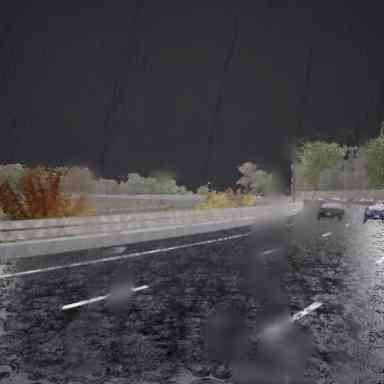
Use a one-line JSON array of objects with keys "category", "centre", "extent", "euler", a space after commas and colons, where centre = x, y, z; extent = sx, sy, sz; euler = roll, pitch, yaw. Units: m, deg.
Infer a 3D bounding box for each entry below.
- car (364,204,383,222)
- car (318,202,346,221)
[{"category": "car", "centre": [15.340, 1.725, 27.535], "extent": [1.812, 1.442, 4.674], "euler": [0, 0, 30]}, {"category": "car", "centre": [12.508, 1.669, 29.644], "extent": [1.882, 1.535, 5.008], "euler": [0, 0, 29]}]
